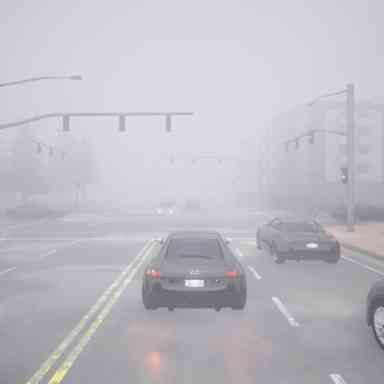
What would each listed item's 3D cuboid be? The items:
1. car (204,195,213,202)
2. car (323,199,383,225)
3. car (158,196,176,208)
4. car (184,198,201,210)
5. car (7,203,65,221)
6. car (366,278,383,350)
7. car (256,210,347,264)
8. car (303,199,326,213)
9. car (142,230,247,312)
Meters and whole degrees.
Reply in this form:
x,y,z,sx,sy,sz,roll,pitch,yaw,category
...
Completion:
x,y,z,sx,sy,sz,roll,pitch,yaw,category
3.459,1.363,71.343,2.128,1.511,4.902,0,0,0,car
12.358,1.491,23.613,4.902,1.511,2.128,0,0,-3,car
-3.610,1.526,47.134,1.812,1.442,4.674,0,0,0,car
0.053,1.491,42.182,2.128,1.511,4.902,0,0,3,car
-12.561,1.564,26.940,4.181,1.385,1.994,0,0,-6,car
3.599,1.505,3.200,1.837,1.490,4.892,0,0,0,car
3.575,1.564,11.904,1.994,1.385,4.181,0,0,0,car
14.046,1.492,34.388,4.902,1.511,2.128,0,0,-1,car
0.055,1.564,7.819,1.994,1.385,4.181,0,0,0,car
